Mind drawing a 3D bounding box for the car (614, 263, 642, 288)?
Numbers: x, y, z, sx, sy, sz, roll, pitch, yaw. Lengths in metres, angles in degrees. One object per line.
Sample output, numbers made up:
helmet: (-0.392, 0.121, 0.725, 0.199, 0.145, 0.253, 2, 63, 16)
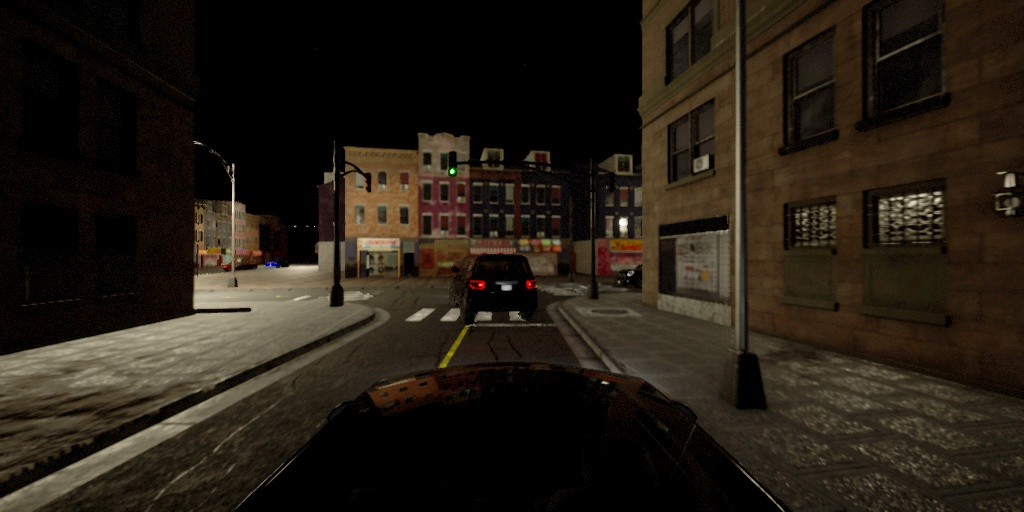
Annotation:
car: (8.875, 1.051, 22.763, 4.553, 1.767, 2.097, 0, 0, -10)

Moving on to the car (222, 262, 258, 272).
car: (-34.958, 1.367, 46.314, 1.895, 1.301, 4.718, 0, 0, -10)

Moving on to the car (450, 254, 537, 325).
car: (-0.822, 0.953, 12.488, 2.150, 2.045, 5.566, 1, 0, -14)
